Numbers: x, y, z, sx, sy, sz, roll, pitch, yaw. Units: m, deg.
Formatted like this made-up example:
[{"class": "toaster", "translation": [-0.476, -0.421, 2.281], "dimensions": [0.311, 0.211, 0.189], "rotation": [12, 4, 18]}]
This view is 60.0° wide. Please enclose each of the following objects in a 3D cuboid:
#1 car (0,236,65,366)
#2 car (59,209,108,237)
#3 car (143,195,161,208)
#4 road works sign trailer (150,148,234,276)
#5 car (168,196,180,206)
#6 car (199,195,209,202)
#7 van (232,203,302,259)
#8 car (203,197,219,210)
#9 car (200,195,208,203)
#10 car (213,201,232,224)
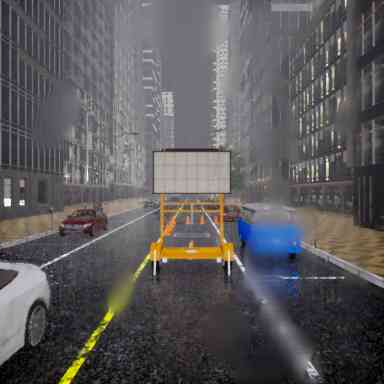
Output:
[{"class": "car", "translation": [-3.100, 1.525, 3.462], "dimensions": [1.812, 1.442, 4.674], "rotation": [0, 0, 0]}, {"class": "car", "translation": [-5.694, 1.578, 17.975], "dimensions": [1.802, 1.307, 4.206], "rotation": [0, 0, 0]}, {"class": "car", "translation": [-5.698, 1.539, 46.438], "dimensions": [2.008, 1.369, 4.403], "rotation": [0, 0, 0]}, {"class": "road works sign trailer", "translation": [-0.002, 0.462, 10.300], "dimensions": [2.380, 3.560, 2.880], "rotation": [0, 0, 0]}, {"class": "car", "translation": [-3.010, 1.457, 55.904], "dimensions": [1.882, 1.535, 5.008], "rotation": [0, 0, 0]}, {"class": "car", "translation": [2.678, 1.387, 74.898], "dimensions": [1.967, 1.590, 4.097], "rotation": [0, 0, 0]}, {"class": "van", "translation": [2.688, 1.339, 12.282], "dimensions": [1.690, 1.788, 3.998], "rotation": [0, 0, 0]}, {"class": "car", "translation": [2.683, 1.573, 40.744], "dimensions": [1.802, 1.307, 4.206], "rotation": [0, 0, 0]}, {"class": "car", "translation": [2.682, 1.534, 52.129], "dimensions": [2.008, 1.369, 4.403], "rotation": [0, 0, 0]}, {"class": "car", "translation": [2.686, 1.577, 23.666], "dimensions": [1.802, 1.307, 4.206], "rotation": [0, 0, 0]}]
